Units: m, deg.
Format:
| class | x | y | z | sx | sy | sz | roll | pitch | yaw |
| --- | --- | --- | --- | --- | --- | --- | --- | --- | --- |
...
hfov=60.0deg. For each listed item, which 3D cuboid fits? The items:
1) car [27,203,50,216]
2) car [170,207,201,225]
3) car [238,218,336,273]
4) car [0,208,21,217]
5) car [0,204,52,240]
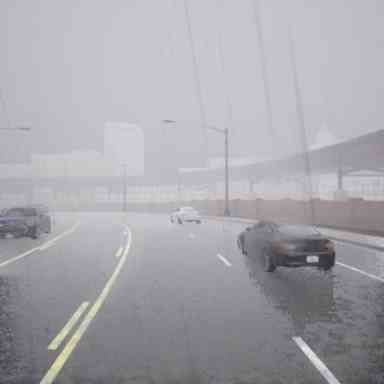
| class | x | y | z | sx | sy | sz | roll | pitch | yaw |
| --- | --- | --- | --- | --- | --- | --- | --- | --- | --- |
| car | -26.002 | 2.971 | 56.202 | 2.150 | 2.045 | 5.566 | 1 | -3 | -41 |
| car | -0.581 | 1.984 | 28.465 | 1.812 | 1.442 | 4.674 | 0 | -2 | -15 |
| car | 2.832 | 1.562 | 10.725 | 1.812 | 1.442 | 4.674 | 0 | -1 | -6 |
| car | -30.510 | 3.361 | 55.849 | 1.812 | 1.442 | 4.674 | 1 | -3 | -44 |
| car | -9.075 | 1.563 | 17.987 | 2.097 | 1.767 | 4.553 | 0 | -1 | -12 |
